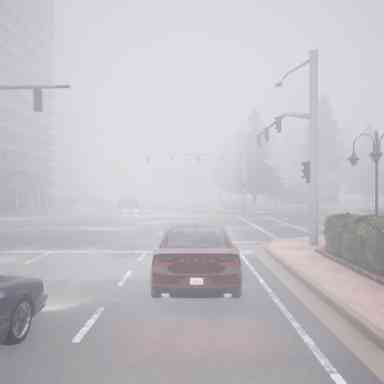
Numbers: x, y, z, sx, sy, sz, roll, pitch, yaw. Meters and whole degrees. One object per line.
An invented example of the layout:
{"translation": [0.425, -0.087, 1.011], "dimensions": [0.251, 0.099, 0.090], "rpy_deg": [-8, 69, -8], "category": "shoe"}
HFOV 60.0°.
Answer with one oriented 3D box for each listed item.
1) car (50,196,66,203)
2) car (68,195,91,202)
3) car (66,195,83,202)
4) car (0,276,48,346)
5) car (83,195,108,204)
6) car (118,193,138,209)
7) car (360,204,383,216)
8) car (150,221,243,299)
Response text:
{"translation": [-29.939, 1.504, 70.616], "dimensions": [4.902, 1.511, 2.128], "rpy_deg": [0, 0, 24], "category": "car"}
{"translation": [-25.773, 1.458, 76.370], "dimensions": [5.008, 1.535, 1.882], "rpy_deg": [0, 0, 24], "category": "car"}
{"translation": [-27.152, 1.521, 73.161], "dimensions": [5.357, 1.411, 2.033], "rpy_deg": [0, 0, 24], "category": "car"}
{"translation": [-3.428, 1.547, 3.309], "dimensions": [2.033, 1.411, 5.357], "rpy_deg": [0, 0, 0], "category": "car"}
{"translation": [-17.655, 1.532, 61.655], "dimensions": [2.033, 1.411, 5.357], "rpy_deg": [0, 0, -42], "category": "car"}
{"translation": [-9.042, 1.210, 46.690], "dimensions": [2.150, 2.045, 5.566], "rpy_deg": [0, 0, -20], "category": "car"}
{"translation": [15.954, 1.574, 26.567], "dimensions": [4.674, 1.442, 1.812], "rpy_deg": [0, 0, 0], "category": "car"}
{"translation": [0.094, 1.475, 8.536], "dimensions": [1.882, 1.535, 5.008], "rpy_deg": [0, 0, 0], "category": "car"}
